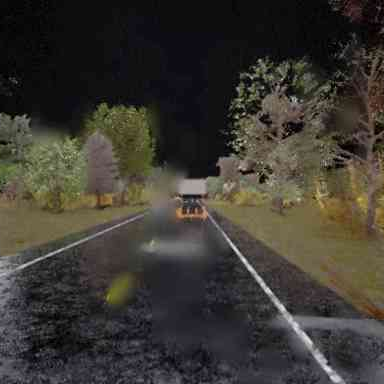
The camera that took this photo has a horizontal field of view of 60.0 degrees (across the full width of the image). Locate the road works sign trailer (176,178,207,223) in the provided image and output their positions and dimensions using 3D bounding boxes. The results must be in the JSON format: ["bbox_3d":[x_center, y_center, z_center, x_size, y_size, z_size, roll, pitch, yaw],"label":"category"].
[{"bbox_3d":[0.024,0.613,27.402,2.380,3.560,2.880,0,0,0],"label":"road works sign trailer"}]

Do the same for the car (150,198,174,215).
[{"bbox_3d":[-3.567,1.701,37.328,2.128,1.511,4.902,0,0,0],"label":"car"}]

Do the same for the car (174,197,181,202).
[{"bbox_3d":[-3.445,1.745,77.723,1.882,1.535,5.008,0,0,0],"label":"car"}]
